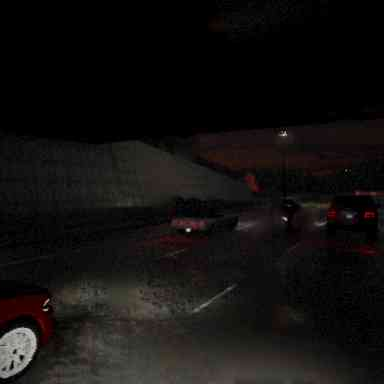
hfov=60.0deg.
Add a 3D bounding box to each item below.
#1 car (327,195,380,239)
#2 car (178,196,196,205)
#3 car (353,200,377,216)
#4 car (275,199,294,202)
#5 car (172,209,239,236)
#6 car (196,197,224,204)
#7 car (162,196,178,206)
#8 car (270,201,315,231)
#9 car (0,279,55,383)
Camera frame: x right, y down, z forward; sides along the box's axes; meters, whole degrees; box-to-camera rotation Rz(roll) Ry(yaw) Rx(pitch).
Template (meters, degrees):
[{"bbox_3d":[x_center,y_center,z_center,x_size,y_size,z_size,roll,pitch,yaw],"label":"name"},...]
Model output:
[{"bbox_3d":[8.451,1.189,17.365,2.150,2.045,5.566,0,0,29],"label":"car"},{"bbox_3d":[0.109,1.489,52.731,1.994,1.385,4.181,0,0,29],"label":"car"},{"bbox_3d":[17.009,1.540,32.593,1.895,1.301,4.718,0,0,29],"label":"car"},{"bbox_3d":[9.460,1.437,33.453,1.837,1.490,4.892,0,-1,30],"label":"car"},{"bbox_3d":[0.915,1.565,18.245,1.895,1.301,4.718,0,0,29],"label":"car"},{"bbox_3d":[3.160,1.503,51.016,2.033,1.411,5.357,0,0,29],"label":"car"},{"bbox_3d":[-2.943,1.456,54.445,1.837,1.490,4.892,0,0,29],"label":"car"},{"bbox_3d":[6.313,1.525,20.706,1.994,1.385,4.181,0,0,29],"label":"car"},{"bbox_3d":[-3.673,1.470,2.969,1.882,1.535,5.008,0,0,29],"label":"car"}]
